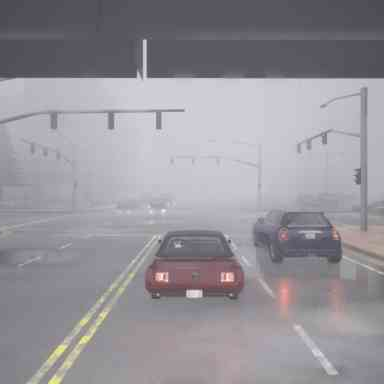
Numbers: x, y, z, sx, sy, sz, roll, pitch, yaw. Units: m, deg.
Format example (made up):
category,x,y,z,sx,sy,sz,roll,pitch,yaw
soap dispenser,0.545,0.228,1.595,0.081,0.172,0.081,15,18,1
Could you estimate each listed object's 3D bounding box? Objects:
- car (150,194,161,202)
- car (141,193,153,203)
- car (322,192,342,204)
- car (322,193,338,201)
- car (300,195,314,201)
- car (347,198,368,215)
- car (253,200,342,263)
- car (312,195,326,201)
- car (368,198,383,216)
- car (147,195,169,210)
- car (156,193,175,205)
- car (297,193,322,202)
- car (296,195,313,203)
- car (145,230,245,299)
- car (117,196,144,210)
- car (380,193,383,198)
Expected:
category,x,y,z,sx,sy,sz,roll,pitch,yaw
car,-8.080,1.354,74.431,2.097,1.767,4.553,0,0,0
car,-8.055,1.221,59.029,2.150,2.045,5.566,0,0,0
car,19.536,1.155,48.148,1.905,1.878,3.866,0,0,0
car,33.489,1.152,80.809,1.932,1.855,4.605,0,0,0
car,27.911,1.394,80.742,1.970,1.475,3.806,0,0,0
car,18.598,1.563,33.939,4.181,1.385,1.994,0,0,1
car,3.580,1.352,12.150,2.097,1.767,4.553,0,0,0
car,30.806,1.363,80.750,1.784,1.438,3.905,0,0,0
car,19.284,1.501,30.429,4.892,1.490,1.837,-1,0,1
car,-4.403,1.505,43.696,1.837,1.490,4.892,0,0,-2
car,-4.562,1.215,58.640,2.150,2.045,5.566,0,1,-1
car,16.642,1.153,48.193,1.932,1.855,4.605,0,0,0
car,22.189,1.394,65.623,1.970,1.475,3.806,0,0,0
car,0.066,1.601,8.384,1.895,1.301,4.718,0,0,0
car,-8.127,1.547,42.859,2.033,1.411,5.357,0,0,3
car,39.086,1.152,65.764,1.932,1.855,4.605,0,0,0
